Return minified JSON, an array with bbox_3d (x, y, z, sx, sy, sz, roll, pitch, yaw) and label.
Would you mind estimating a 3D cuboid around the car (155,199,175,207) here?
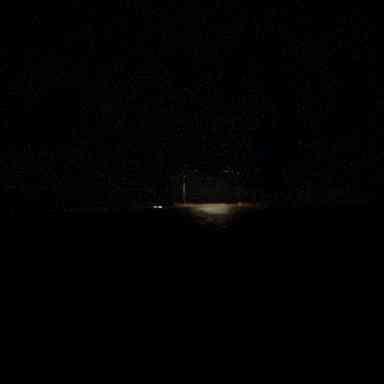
[{"bbox_3d":[-5.169,2.078,63.591,1.994,1.385,4.181,0,-1,36],"label":"car"}]
